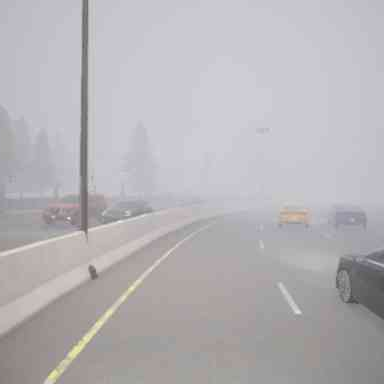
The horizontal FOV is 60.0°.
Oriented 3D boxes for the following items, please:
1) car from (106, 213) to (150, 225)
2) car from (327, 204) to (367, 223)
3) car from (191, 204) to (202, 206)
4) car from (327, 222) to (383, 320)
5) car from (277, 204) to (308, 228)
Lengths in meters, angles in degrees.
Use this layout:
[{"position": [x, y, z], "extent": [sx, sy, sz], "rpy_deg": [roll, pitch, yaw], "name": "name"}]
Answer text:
[{"position": [-4.226, 1.313, 22.299], "extent": [2.097, 1.767, 4.553], "rpy_deg": [1, 0, 14], "name": "car"}, {"position": [10.485, 1.576, 22.780], "extent": [1.882, 1.535, 5.008], "rpy_deg": [0, 0, 15], "name": "car"}, {"position": [0.025, 1.492, 52.429], "extent": [2.128, 1.511, 4.902], "rpy_deg": [1, 0, 30], "name": "car"}, {"position": [3.912, 1.528, 5.250], "extent": [2.128, 1.511, 4.902], "rpy_deg": [1, 0, 3], "name": "car"}, {"position": [7.023, 1.544, 23.333], "extent": [1.882, 1.535, 5.008], "rpy_deg": [0, 0, 15], "name": "car"}]
